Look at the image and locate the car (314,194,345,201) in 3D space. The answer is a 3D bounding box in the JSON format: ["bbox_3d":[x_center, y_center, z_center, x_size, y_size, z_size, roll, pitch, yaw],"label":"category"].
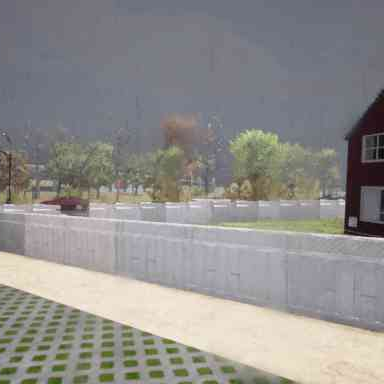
[{"bbox_3d":[19.059,1.012,45.929,4.674,1.442,1.812,0,2,-19],"label":"car"}]

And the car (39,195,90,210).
[{"bbox_3d":[-13.441,1.125,35.157,5.008,1.535,1.882,0,2,-18],"label":"car"}]

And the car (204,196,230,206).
[{"bbox_3d":[2.117,1.134,40.362,4.718,1.301,1.895,0,2,-18],"label":"car"}]

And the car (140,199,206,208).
[{"bbox_3d":[-1.892,1.466,28.556,5.357,1.411,2.033,0,2,-18],"label":"car"}]
